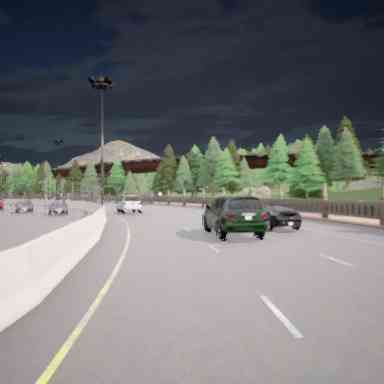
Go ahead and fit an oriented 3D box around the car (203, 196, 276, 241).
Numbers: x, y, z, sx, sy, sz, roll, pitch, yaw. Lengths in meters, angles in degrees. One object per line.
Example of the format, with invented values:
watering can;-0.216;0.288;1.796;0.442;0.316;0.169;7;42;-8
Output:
car;2.043;1.227;17.145;2.150;2.045;5.566;0;0;-9

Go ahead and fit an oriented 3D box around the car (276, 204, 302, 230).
car;4.947;1.490;20.485;1.837;1.490;4.892;0;0;-11

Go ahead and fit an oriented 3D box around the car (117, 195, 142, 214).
car;-7.071;1.390;37.305;2.150;2.045;5.566;0;-1;-20
